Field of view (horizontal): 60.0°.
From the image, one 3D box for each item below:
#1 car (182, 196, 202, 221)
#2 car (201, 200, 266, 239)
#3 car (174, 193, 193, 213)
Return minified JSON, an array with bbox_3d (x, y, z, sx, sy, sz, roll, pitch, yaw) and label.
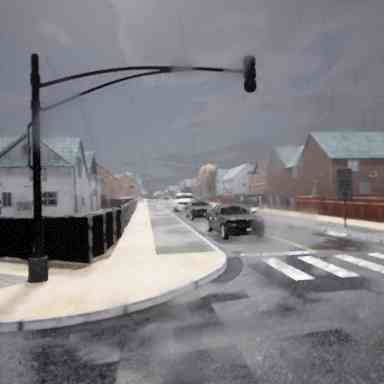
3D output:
[{"bbox_3d":[0.627,1.363,26.543,1.882,1.535,5.008,-1,0,-8],"label":"car"},{"bbox_3d":[2.020,1.318,16.472,1.882,1.535,5.008,-1,0,-9],"label":"car"},{"bbox_3d":[-0.806,1.165,36.965,2.150,2.045,5.566,-1,0,-8],"label":"car"}]
